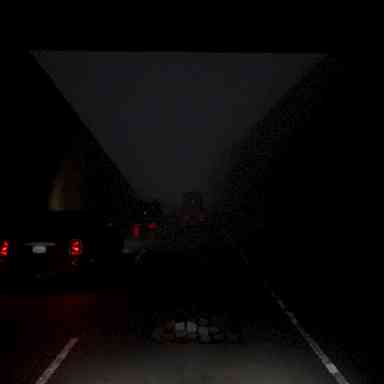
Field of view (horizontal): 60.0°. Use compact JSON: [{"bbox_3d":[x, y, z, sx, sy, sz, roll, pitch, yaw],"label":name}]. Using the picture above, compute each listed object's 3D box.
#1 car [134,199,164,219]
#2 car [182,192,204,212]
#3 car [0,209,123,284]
[{"bbox_3d":[-3.400,1.301,26.566,2.128,1.511,4.902,0,0,0],"label":"car"},{"bbox_3d":[0.101,0.966,35.605,2.150,2.045,5.566,0,0,0],"label":"car"},{"bbox_3d":[-3.399,1.284,9.525,2.097,1.767,4.553,0,1,0],"label":"car"}]
